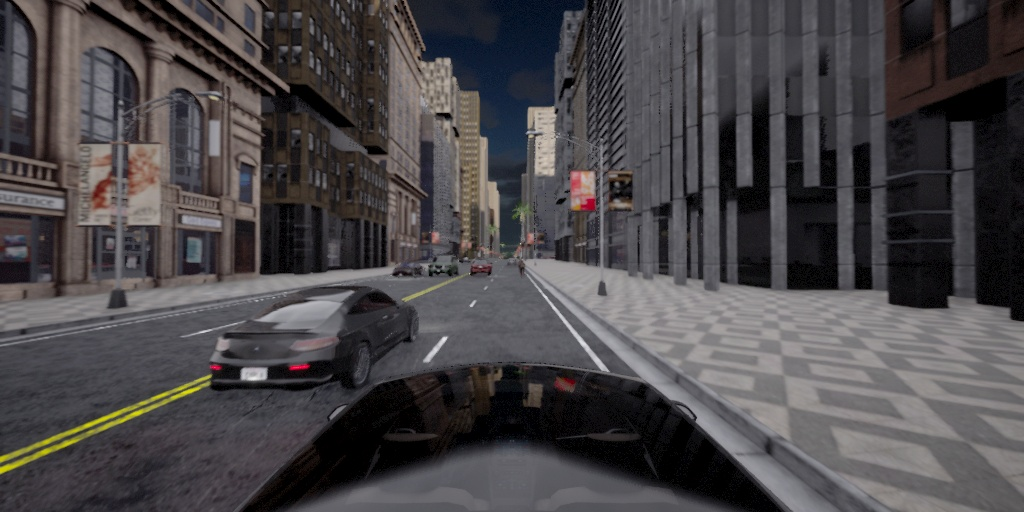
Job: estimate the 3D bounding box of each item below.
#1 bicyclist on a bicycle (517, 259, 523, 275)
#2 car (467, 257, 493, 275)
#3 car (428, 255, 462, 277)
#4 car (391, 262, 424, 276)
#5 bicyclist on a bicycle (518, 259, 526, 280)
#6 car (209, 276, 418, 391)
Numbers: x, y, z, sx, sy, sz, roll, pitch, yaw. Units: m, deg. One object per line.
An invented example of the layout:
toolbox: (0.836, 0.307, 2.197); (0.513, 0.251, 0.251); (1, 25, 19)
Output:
bicyclist on a bicycle: (0.892, 1.189, 38.832); (0.582, 1.620, 1.656); (0, 0, 0)
car: (-3.154, 1.088, 38.095); (2.097, 1.767, 4.553); (0, 0, 0)
car: (-6.593, 0.958, 34.983); (2.150, 2.045, 5.566); (0, 0, 0)
car: (-9.846, 1.286, 34.408); (2.033, 1.411, 5.357); (0, 0, 0)
bicyclist on a bicycle: (0.892, 1.194, 29.826); (0.582, 1.620, 1.656); (0, 0, 0)
car: (-3.150, 1.276, 6.682); (1.812, 1.442, 4.674); (0, 0, 0)
